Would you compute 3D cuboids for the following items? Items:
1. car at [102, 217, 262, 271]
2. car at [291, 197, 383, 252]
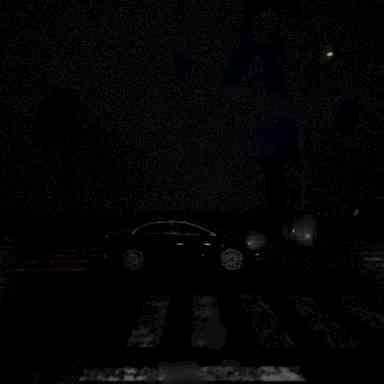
[{"bbox_3d":[-0.312,1.546,10.499,4.902,1.511,2.128,0,0,1],"label":"car"},{"bbox_3d":[6.903,1.220,13.388,5.566,2.045,2.150,-1,0,1],"label":"car"}]
